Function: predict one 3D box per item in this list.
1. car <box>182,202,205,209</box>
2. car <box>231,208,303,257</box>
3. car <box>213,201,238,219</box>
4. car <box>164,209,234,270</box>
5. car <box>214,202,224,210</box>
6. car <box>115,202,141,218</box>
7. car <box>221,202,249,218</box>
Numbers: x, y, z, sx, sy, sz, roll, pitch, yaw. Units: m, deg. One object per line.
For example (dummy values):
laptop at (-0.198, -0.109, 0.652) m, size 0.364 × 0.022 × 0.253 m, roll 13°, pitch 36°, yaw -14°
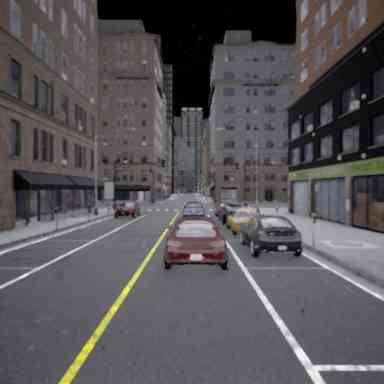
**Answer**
car at (0.131, 1.524, 27.608) m, size 2.033 × 1.411 × 5.357 m, roll 0°, pitch 0°, yaw 0°
car at (2.879, 1.542, 12.749) m, size 2.008 × 1.369 × 4.403 m, roll -1°, pitch 0°, yaw 0°
car at (2.903, 1.557, 29.506) m, size 1.802 × 1.307 × 4.206 m, roll -1°, pitch 0°, yaw 0°
car at (0.113, 1.518, 10.895) m, size 1.812 × 1.442 × 4.674 m, roll 0°, pitch 0°, yaw 0°
car at (2.895, 1.546, 23.921) m, size 1.947 × 1.339 × 4.313 m, roll -1°, pitch 0°, yaw 0°
car at (-5.642, 1.519, 29.515) m, size 1.887 × 1.381 × 4.507 m, roll -1°, pitch 0°, yaw 0°
car at (2.887, 1.511, 18.504) m, size 1.752 × 1.417 × 4.829 m, roll -1°, pitch 0°, yaw 0°
